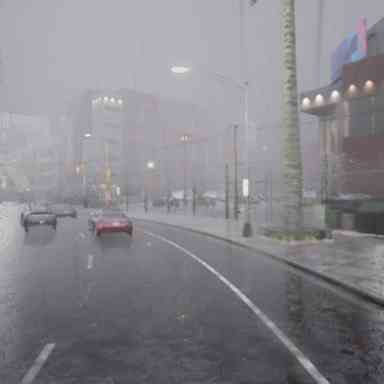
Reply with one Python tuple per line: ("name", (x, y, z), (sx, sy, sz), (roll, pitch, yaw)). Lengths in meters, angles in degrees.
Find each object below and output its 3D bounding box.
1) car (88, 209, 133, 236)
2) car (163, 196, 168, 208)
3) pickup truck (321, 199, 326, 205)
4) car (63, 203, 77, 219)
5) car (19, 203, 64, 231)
("car", (-4.766, 1.637, 19.083), (1.994, 1.385, 4.181), (0, 0, -24))
("car", (-3.918, 1.391, 49.688), (2.185, 1.767, 4.553), (0, 0, -40))
("pickup truck", (13.360, 1.071, 28.130), (6.274, 2.098, 2.390), (0, 0, -40))
("car", (-12.061, 1.707, 30.323), (1.994, 1.385, 4.181), (0, 0, -38))
("car", (-10.111, 1.604, 21.765), (2.128, 1.511, 4.902), (0, 0, -31))
